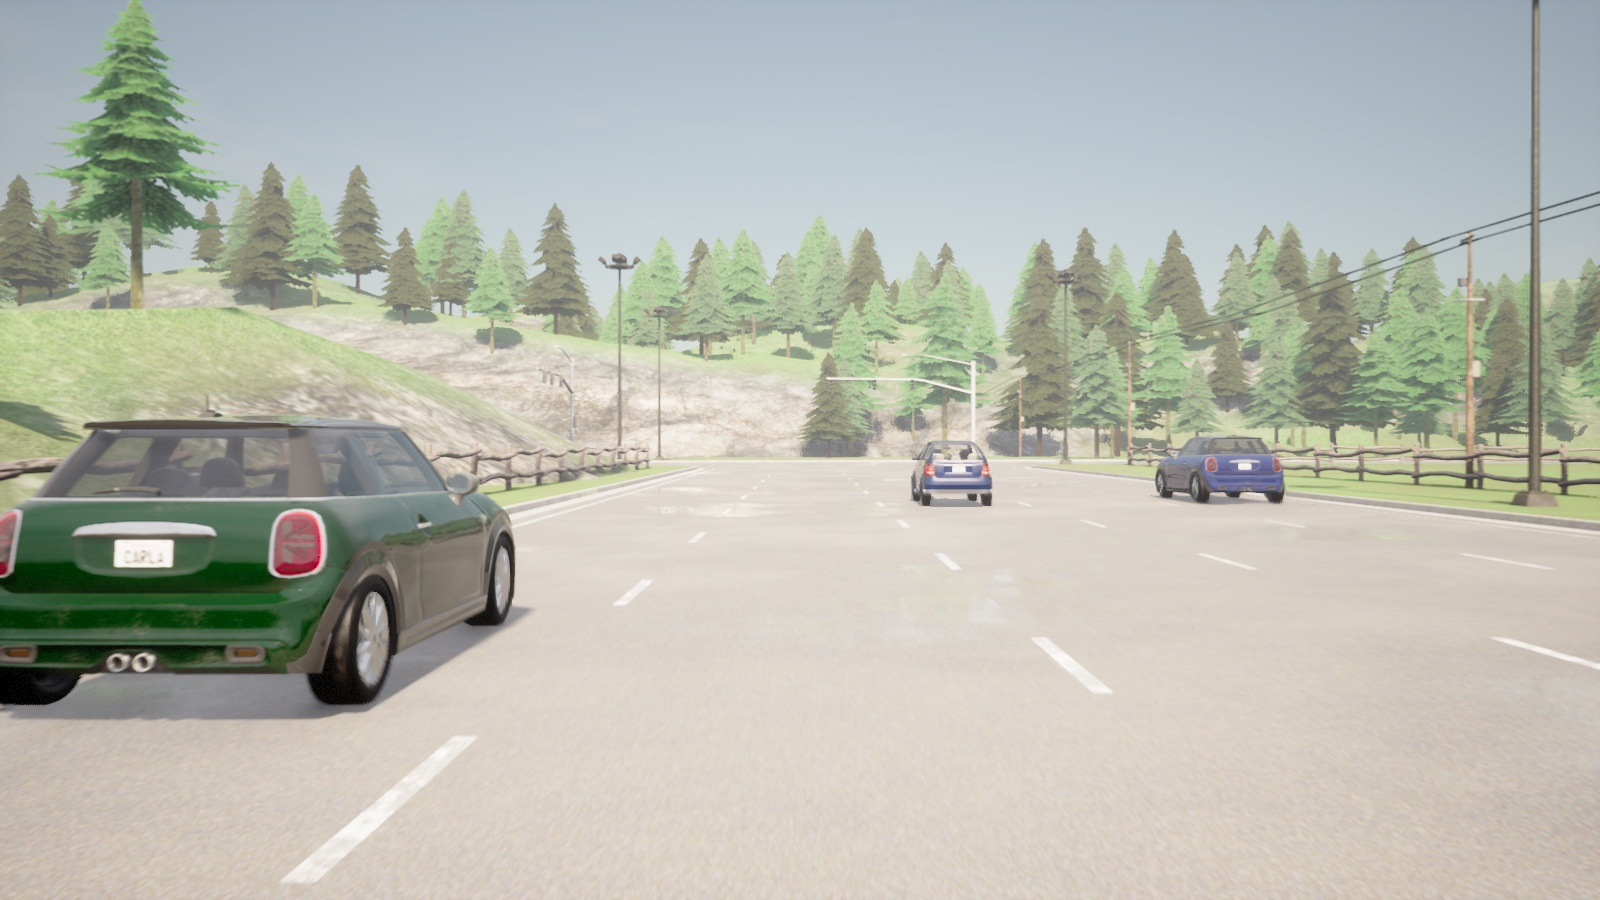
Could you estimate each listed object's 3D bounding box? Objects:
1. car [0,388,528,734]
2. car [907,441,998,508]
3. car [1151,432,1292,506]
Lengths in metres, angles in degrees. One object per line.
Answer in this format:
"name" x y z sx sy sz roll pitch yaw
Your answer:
"car" -3.435 0.553 8.697 2.097 1.767 4.553 0 0 0
"car" 3.691 0.553 30.906 1.789 1.549 3.705 0 0 0
"car" 10.698 0.431 32.265 2.097 1.767 4.553 0 0 0
